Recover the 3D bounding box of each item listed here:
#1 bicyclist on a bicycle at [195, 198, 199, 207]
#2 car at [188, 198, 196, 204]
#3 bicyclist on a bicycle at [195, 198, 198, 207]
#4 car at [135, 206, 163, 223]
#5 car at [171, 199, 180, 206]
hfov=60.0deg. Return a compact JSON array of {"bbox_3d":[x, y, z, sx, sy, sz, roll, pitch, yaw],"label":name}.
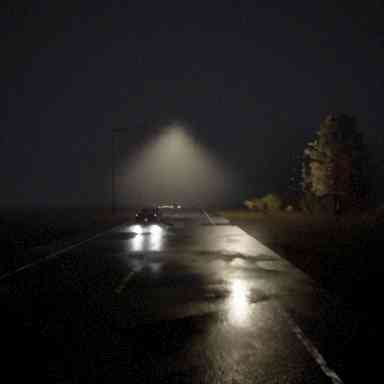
[{"bbox_3d":[0.953,2.087,60.936,0.866,1.612,1.509,0,-1,0],"label":"bicyclist on a bicycle"},{"bbox_3d":[-0.001,2.310,84.869,1.994,1.385,4.181,0,-1,0],"label":"car"},{"bbox_3d":[0.962,2.108,69.083,0.659,1.776,1.843,0,0,0],"label":"bicyclist on a bicycle"},{"bbox_3d":[-3.599,1.904,28.320,1.895,1.301,4.718,0,-1,0],"label":"car"},{"bbox_3d":[-3.501,2.230,70.976,1.882,1.535,5.008,0,-1,0],"label":"car"}]
